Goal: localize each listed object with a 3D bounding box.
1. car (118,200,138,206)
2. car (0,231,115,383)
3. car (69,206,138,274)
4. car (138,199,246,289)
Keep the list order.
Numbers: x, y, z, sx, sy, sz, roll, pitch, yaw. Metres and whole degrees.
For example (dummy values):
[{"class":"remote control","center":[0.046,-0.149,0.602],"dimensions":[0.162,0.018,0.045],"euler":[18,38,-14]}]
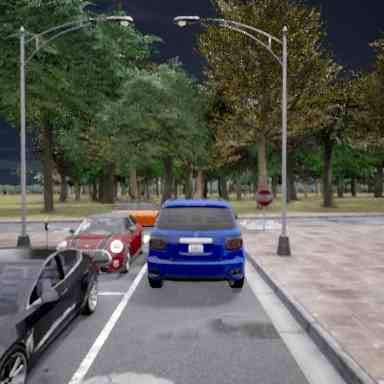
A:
[{"class":"car","center":[-2.567,1.333,20.024],"dimensions":[4.553,1.767,2.097],"euler":[-1,1,0]},{"class":"car","center":[-2.646,1.551,4.774],"dimensions":[1.947,1.339,4.313],"euler":[-1,0,0]},{"class":"car","center":[-2.647,1.410,10.209],"dimensions":[1.967,1.590,4.097],"euler":[-1,0,0]},{"class":"car","center":[0.127,1.194,9.229],"dimensions":[2.150,2.045,5.566],"euler":[0,0,1]}]
